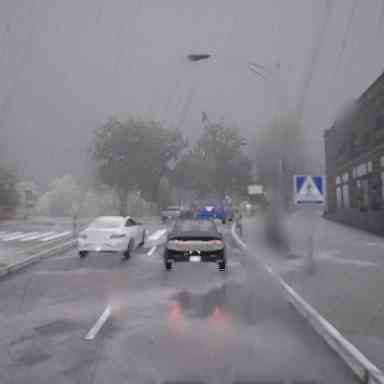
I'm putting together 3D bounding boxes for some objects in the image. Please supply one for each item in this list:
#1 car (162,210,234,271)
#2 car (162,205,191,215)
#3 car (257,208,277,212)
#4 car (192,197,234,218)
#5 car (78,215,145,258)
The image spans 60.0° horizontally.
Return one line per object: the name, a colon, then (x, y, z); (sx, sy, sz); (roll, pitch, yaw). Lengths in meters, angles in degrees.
car: (0.118, 1.612, 11.418); (2.128, 1.511, 4.902); (0, 0, 1)
car: (-1.028, 1.851, 28.248); (2.128, 1.511, 4.902); (-2, -3, 16)
car: (18.990, 4.655, 84.620); (4.718, 1.301, 1.895); (-3, -6, 37)
car: (2.005, 1.495, 27.115); (2.150, 2.045, 5.566); (-1, -2, 16)
car: (-3.076, 1.663, 13.365); (1.812, 1.442, 4.674); (0, 0, 1)
